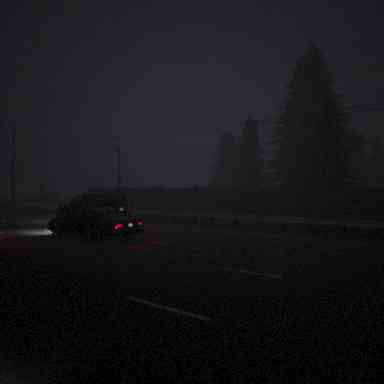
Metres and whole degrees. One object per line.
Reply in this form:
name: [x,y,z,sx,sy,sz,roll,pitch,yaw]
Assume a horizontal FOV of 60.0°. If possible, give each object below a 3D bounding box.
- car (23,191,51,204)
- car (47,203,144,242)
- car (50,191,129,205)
car: [-23.837,0.914,53.148,5.566,2.045,2.150,0,1,-24]
car: [-4.721,1.468,15.950,5.357,1.411,2.033,0,0,36]
car: [-6.422,1.114,21.465,5.566,2.045,2.150,0,0,36]
